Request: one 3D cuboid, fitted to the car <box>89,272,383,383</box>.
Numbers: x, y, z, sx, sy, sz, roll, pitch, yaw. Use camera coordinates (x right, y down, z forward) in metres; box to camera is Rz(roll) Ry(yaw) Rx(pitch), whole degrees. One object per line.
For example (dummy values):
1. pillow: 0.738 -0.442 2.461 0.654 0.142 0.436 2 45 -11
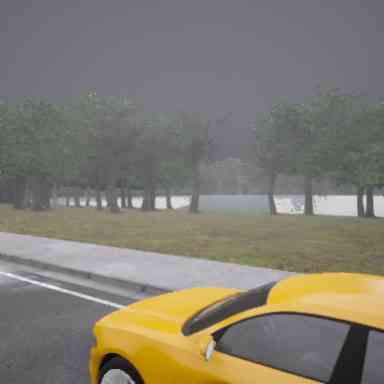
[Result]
1. car: 1.196 1.480 2.836 5.008 1.535 1.882 0 0 36
